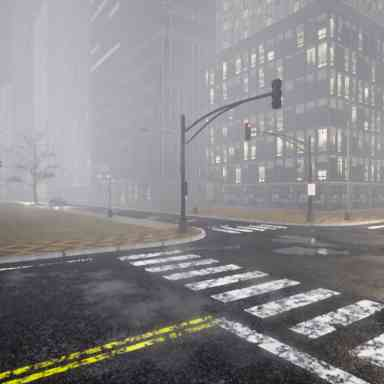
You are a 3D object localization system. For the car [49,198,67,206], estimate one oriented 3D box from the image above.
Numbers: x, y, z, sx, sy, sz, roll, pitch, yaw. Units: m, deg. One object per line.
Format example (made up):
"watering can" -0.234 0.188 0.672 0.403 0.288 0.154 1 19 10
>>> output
"car" -21.844 1.606 54.132 1.895 1.301 4.718 0 0 -35
